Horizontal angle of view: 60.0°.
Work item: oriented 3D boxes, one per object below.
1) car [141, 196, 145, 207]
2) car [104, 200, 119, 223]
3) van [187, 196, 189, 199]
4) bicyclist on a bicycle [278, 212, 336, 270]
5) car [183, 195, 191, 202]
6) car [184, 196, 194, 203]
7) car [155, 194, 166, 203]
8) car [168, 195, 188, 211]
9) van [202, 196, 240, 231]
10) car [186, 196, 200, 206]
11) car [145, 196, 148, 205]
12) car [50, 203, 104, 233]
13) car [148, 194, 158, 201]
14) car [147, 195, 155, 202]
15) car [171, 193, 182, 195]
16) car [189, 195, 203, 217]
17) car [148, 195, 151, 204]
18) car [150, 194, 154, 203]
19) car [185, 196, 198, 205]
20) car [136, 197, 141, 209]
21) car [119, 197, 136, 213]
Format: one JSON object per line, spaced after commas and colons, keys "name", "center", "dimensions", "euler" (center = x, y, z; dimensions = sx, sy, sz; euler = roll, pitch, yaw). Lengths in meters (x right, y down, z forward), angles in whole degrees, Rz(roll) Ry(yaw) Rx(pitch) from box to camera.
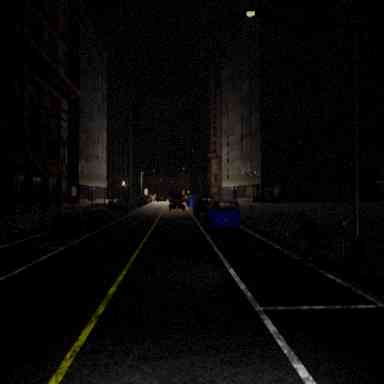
{"name": "car", "center": [-8.105, 1.379, 46.658], "dimensions": [1.967, 1.590, 4.097], "euler": [1, 0, -3]}
{"name": "car", "center": [-7.017, 1.502, 24.846], "dimensions": [2.008, 1.369, 4.403], "euler": [1, 0, -3]}
{"name": "van", "center": [0.410, 1.275, 47.078], "dimensions": [1.690, 1.788, 3.998], "euler": [1, 0, -3]}
{"name": "bicyclist on a bicycle", "center": [3.196, 1.374, 9.223], "dimensions": [1.656, 1.620, 0.582], "euler": [0, 0, -3]}
{"name": "car", "center": [-1.226, 1.547, 79.795], "dimensions": [1.887, 1.381, 4.507], "euler": [0, 0, -3]}
{"name": "car", "center": [-0.682, 1.549, 68.889], "dimensions": [1.802, 1.307, 4.206], "euler": [0, 0, -3]}
{"name": "car", "center": [-6.415, 1.526, 69.930], "dimensions": [1.994, 1.385, 4.181], "euler": [0, 0, -3]}
{"name": "car", "center": [-1.789, 1.462, 39.353], "dimensions": [1.812, 1.442, 4.674], "euler": [0, 0, -3]}
{"name": "van", "center": [1.773, 1.296, 19.810], "dimensions": [1.690, 1.788, 3.998], "euler": [1, 0, -3]}
{"name": "car", "center": [0.137, 1.378, 52.531], "dimensions": [1.967, 1.590, 4.097], "euler": [1, 0, -3]}
{"name": "car", "center": [-8.379, 1.487, 52.111], "dimensions": [1.887, 1.381, 4.507], "euler": [1, 0, -3]}
{"name": "car", "center": [-6.744, 1.504, 19.394], "dimensions": [1.887, 1.381, 4.507], "euler": [1, 0, -3]}
{"name": "car", "center": [-10.011, 1.344, 84.826], "dimensions": [2.192, 1.841, 5.009], "euler": [0, 0, -3]}
{"name": "car", "center": [-9.732, 1.532, 79.202], "dimensions": [1.752, 1.417, 4.829], "euler": [0, 0, -3]}
{"name": "car", "center": [-2.296, 1.158, 49.612], "dimensions": [2.150, 2.045, 5.566], "euler": [0, 0, -3]}
{"name": "car", "center": [1.228, 1.256, 30.717], "dimensions": [2.192, 1.841, 5.009], "euler": [1, 0, -3]}
{"name": "car", "center": [-8.652, 1.531, 57.563], "dimensions": [1.802, 1.307, 4.206], "euler": [1, 0, -3]}
{"name": "car", "center": [-8.924, 1.510, 63.016], "dimensions": [2.008, 1.369, 4.403], "euler": [1, 0, -3]}
{"name": "car", "center": [-0.137, 1.489, 57.983], "dimensions": [1.887, 1.381, 4.507], "euler": [0, 0, -3]}
{"name": "car", "center": [-7.834, 1.490, 41.206], "dimensions": [2.008, 1.369, 4.403], "euler": [1, 0, -3]}
{"name": "car", "center": [-7.561, 1.492, 35.753], "dimensions": [2.008, 1.369, 4.403], "euler": [1, 0, -3]}
